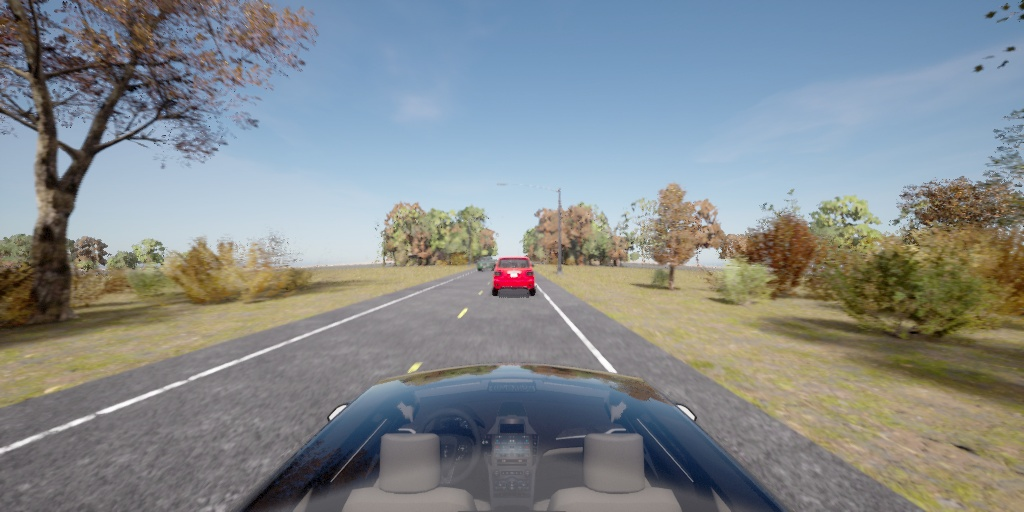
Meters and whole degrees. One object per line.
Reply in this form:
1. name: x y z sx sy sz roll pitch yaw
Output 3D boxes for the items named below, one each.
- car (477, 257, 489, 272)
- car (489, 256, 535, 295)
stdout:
1. car: -3.560 1.128 49.469 2.150 2.045 5.566 0 0 1
2. car: 0.098 1.034 20.276 2.150 2.045 5.566 0 0 0
